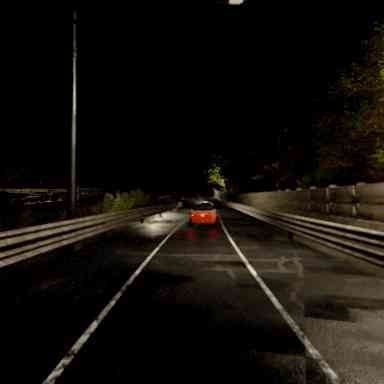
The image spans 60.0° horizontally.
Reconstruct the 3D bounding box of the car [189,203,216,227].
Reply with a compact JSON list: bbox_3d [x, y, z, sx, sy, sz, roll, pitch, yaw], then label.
[{"bbox_3d":[0.912,1.830,27.560,2.097,1.767,4.553,0,-1,3],"label":"car"}]

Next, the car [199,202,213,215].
[{"bbox_3d":[1.953,2.297,47.096,1.882,1.535,5.008,0,-1,3],"label":"car"}]
